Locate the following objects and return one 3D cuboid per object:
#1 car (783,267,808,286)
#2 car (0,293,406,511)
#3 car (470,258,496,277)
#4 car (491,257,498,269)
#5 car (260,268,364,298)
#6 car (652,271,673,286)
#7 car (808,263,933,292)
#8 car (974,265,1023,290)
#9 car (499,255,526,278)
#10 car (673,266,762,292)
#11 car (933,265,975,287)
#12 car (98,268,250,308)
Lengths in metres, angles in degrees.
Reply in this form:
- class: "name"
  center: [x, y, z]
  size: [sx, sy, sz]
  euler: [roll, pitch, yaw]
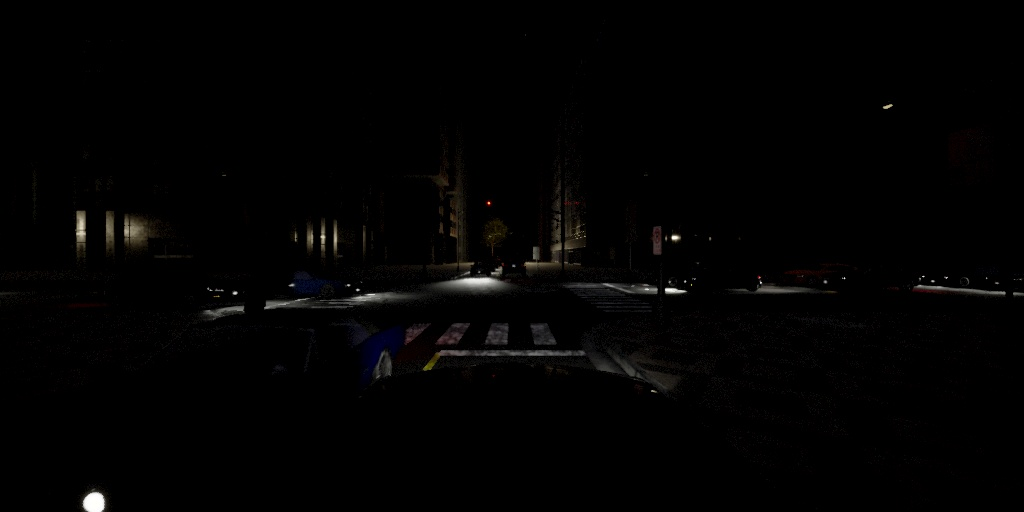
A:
- class: "car"
  center: [21.233, 1.241, 24.307]
  size: [5.008, 1.535, 1.882]
  euler: [0, 0, 0]
- class: "car"
  center: [-2.818, 1.351, 3.993]
  size: [1.895, 1.301, 4.718]
  euler: [0, 0, 1]
- class: "car"
  center: [-3.080, 1.239, 36.082]
  size: [2.128, 1.511, 4.902]
  euler: [0, 0, 0]
- class: "car"
  center: [-3.096, 1.252, 46.038]
  size: [1.837, 1.490, 4.892]
  euler: [0, 0, 0]
- class: "car"
  center: [-10.292, 1.291, 17.747]
  size: [5.357, 1.411, 2.033]
  euler: [0, 0, 0]
- class: "car"
  center: [12.098, 1.353, 24.351]
  size: [4.718, 1.301, 1.895]
  euler: [0, 0, 3]
- class: "car"
  center: [20.883, 1.261, 21.059]
  size: [4.902, 1.511, 2.128]
  euler: [0, 0, 0]
- class: "car"
  center: [30.765, 1.309, 21.010]
  size: [4.674, 1.442, 1.812]
  euler: [0, 0, 0]
- class: "car"
  center: [0.178, 0.969, 34.750]
  size: [2.150, 2.045, 5.566]
  euler: [0, 0, 0]
- class: "car"
  center: [12.187, 1.323, 21.098]
  size: [4.181, 1.385, 1.994]
  euler: [0, 0, 0]
- class: "car"
  center: [31.165, 1.325, 24.258]
  size: [5.357, 1.411, 2.033]
  euler: [0, 0, 1]
- class: "car"
  center: [-13.635, 1.252, 14.511]
  size: [4.892, 1.490, 1.837]
  euler: [0, 0, 0]
